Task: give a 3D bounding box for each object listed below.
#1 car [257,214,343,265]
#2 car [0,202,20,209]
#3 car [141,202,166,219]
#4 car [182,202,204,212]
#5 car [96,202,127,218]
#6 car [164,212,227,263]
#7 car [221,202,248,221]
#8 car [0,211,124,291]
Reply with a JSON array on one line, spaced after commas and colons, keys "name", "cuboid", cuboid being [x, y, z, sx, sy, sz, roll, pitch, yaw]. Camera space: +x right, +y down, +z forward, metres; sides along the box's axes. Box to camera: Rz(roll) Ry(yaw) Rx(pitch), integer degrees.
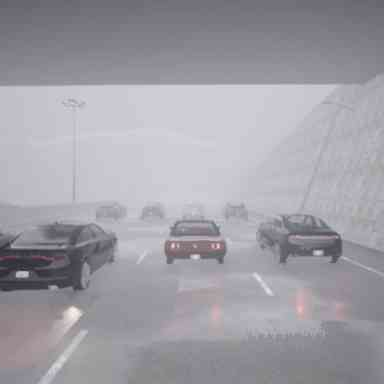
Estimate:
[{"name": "car", "cuboid": [3.607, 1.528, 11.917, 2.128, 1.511, 4.902, 0, 0, 0]}, {"name": "car", "cuboid": [-17.573, 1.638, 30.136, 2.033, 1.411, 5.357, 0, 0, 0]}, {"name": "car", "cuboid": [-3.390, 1.616, 29.708, 1.812, 1.442, 4.674, 0, 0, 0]}, {"name": "car", "cuboid": [0.110, 1.616, 29.703, 1.812, 1.442, 4.674, 0, 0, 0]}, {"name": "car", "cuboid": [-6.877, 1.578, 28.640, 2.128, 1.511, 4.902, 0, 0, 0]}, {"name": "car", "cuboid": [0.107, 1.638, 12.068, 1.895, 1.301, 4.718, 0, 0, 0]}, {"name": "car", "cuboid": [3.622, 1.578, 28.643, 2.128, 1.511, 4.902, 0, 0, 0]}, {"name": "car", "cuboid": [-3.395, 1.506, 9.137, 1.882, 1.535, 5.008, 0, 0, 0]}]
